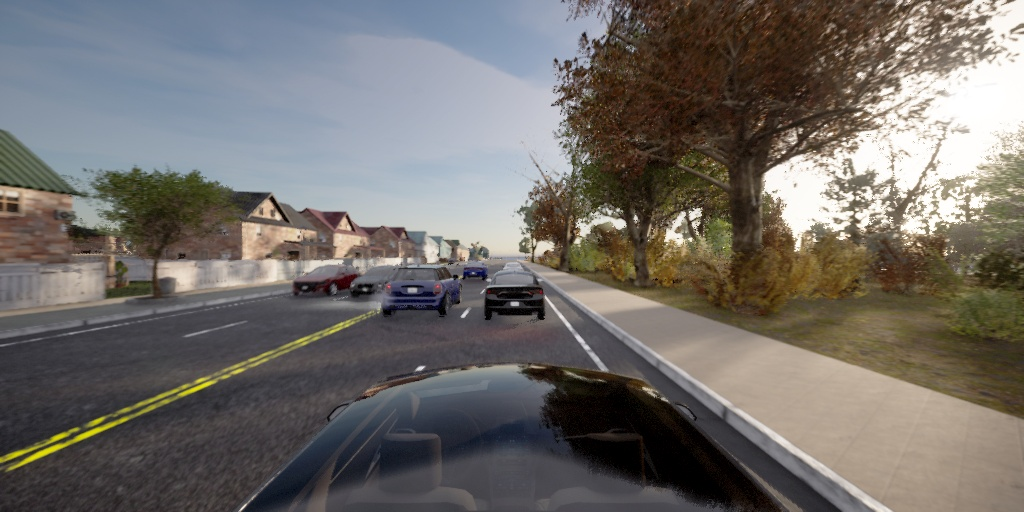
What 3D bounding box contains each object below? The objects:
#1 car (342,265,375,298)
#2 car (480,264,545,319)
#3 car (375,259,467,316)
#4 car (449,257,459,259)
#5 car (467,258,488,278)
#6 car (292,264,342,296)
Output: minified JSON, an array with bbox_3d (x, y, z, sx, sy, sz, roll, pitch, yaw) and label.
[{"bbox_3d":[-6.597,1.259,18.500,1.837,1.490,4.892,0,0,0],"label":"car"},{"bbox_3d":[0.090,1.230,12.807,1.882,1.535,5.008,0,0,0],"label":"car"},{"bbox_3d":[-3.147,1.105,13.452,2.097,1.767,4.553,0,0,0],"label":"car"},{"bbox_3d":[-9.743,0.907,60.346,1.837,1.490,4.892,0,0,0],"label":"car"},{"bbox_3d":[-3.147,1.239,31.653,1.882,1.535,5.008,0,0,0],"label":"car"},{"bbox_3d":[-9.847,1.232,19.555,1.882,1.535,5.008,0,0,0],"label":"car"}]
